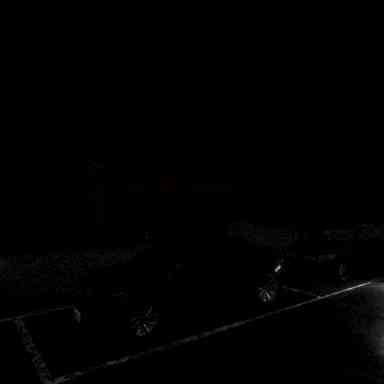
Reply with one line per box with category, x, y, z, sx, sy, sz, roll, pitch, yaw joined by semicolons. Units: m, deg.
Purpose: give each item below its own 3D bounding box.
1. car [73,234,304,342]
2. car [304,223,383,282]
car;-0.036;1.566;6.510;4.313;1.339;1.947;0;0;-35
car;4.445;1.582;9.702;4.206;1.307;1.802;0;0;-35
